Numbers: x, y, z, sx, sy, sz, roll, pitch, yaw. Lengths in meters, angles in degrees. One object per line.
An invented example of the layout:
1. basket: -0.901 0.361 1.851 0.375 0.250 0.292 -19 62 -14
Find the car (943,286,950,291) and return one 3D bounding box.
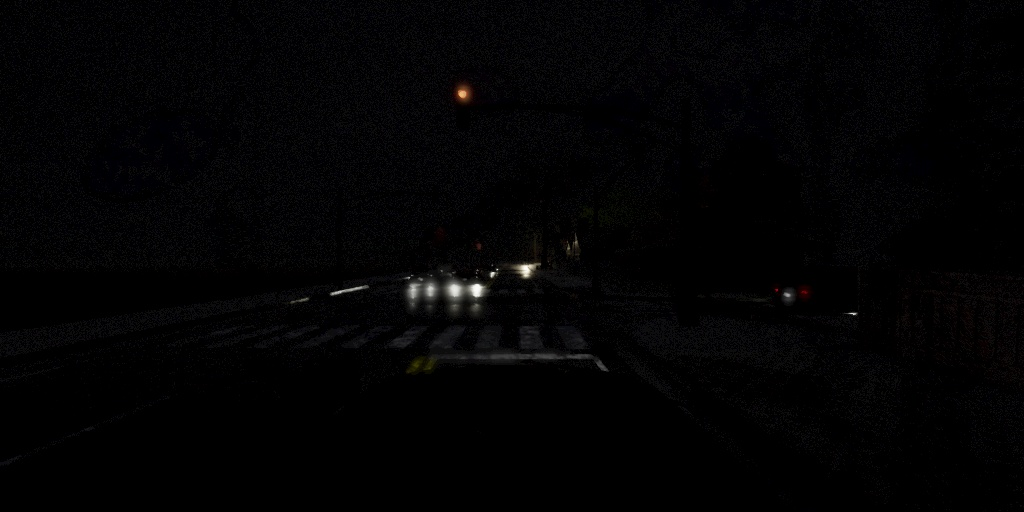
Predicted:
1. car: 17.254 1.575 16.711 5.008 1.535 1.882 1 -2 -2

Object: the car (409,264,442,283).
1. car: -6.622 1.302 28.181 2.033 1.411 5.357 0 0 -4

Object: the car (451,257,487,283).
1. car: -3.334 1.108 27.568 2.097 1.767 4.553 0 0 0

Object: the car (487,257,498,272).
1. car: -3.332 1.107 47.081 2.097 1.767 4.553 0 0 0

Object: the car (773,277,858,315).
1. car: 12.480 1.497 13.682 4.181 1.385 1.994 1 -2 -2
